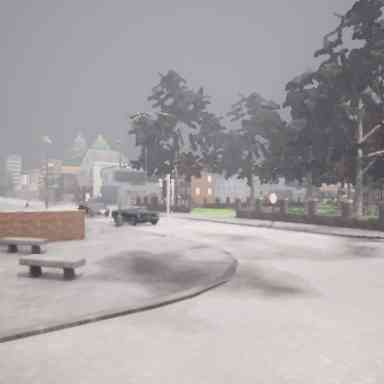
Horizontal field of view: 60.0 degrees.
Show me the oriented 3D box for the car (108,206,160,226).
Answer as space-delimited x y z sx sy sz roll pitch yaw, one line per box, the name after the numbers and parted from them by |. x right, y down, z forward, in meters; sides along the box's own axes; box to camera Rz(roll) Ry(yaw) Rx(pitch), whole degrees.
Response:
-4.214 1.720 24.598 1.895 1.301 4.718 1 0 -35 | car

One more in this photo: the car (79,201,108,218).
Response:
-9.461 1.611 32.014 2.128 1.511 4.902 1 0 -35 | car
